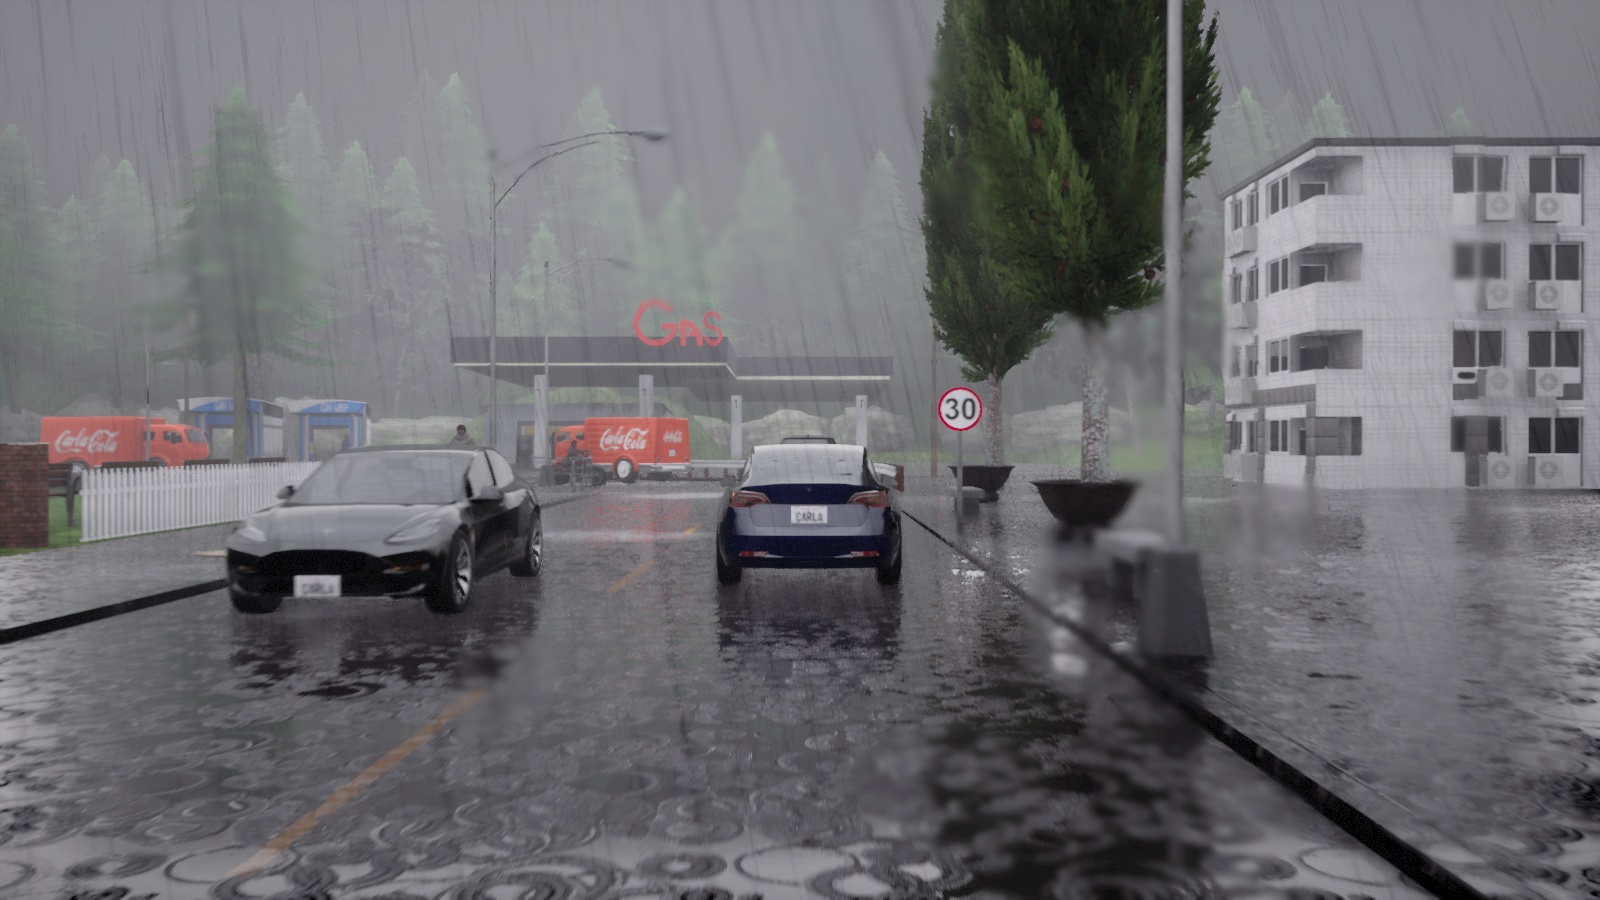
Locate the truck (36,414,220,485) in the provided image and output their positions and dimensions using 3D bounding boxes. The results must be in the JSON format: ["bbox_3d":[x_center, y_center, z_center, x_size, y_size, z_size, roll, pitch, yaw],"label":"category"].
[{"bbox_3d":[-24.074,-0.012,45.143,5.204,2.467,2.627,0,0,0],"label":"truck"}]

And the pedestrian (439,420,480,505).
[{"bbox_3d":[-7.920,0.287,29.236,0.659,1.952,0.873,0,0,7],"label":"pedestrian"}]

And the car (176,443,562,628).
[{"bbox_3d":[-3.912,0.674,12.471,2.163,1.488,4.792,0,0,0],"label":"car"}]

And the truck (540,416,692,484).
[{"bbox_3d":[-7.020,-0.012,47.910,5.204,2.467,2.627,0,0,29],"label":"truck"}]

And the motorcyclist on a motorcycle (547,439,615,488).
[{"bbox_3d":[-7.605,0.449,43.564,2.350,1.649,0.766,0,2,28],"label":"motorcyclist on a motorcycle"}]

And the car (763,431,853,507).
[{"bbox_3d":[0.199,0.430,31.324,2.097,1.767,4.553,0,0,0],"label":"car"}]

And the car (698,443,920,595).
[{"bbox_3d":[0.102,0.664,14.684,2.163,1.488,4.792,0,0,0],"label":"car"}]
